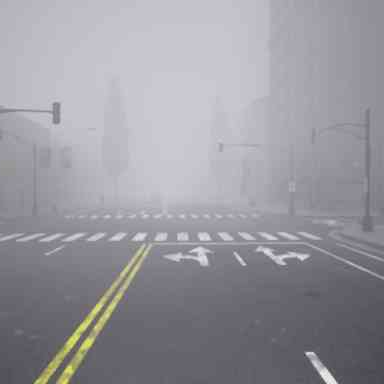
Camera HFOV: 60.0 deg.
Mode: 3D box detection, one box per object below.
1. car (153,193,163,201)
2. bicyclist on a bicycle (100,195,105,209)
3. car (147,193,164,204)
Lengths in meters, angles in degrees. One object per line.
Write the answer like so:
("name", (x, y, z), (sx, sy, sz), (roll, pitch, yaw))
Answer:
("car", (-6.727, 0.963, 66.411), (1.837, 1.490, 4.892), (0, 0, -4))
("bicyclist on a bicycle", (-10.166, 1.138, 37.741), (0.582, 1.620, 1.656), (0, 1, -4))
("car", (-5.667, 0.937, 50.981), (2.097, 1.767, 4.553), (0, 0, -4))
